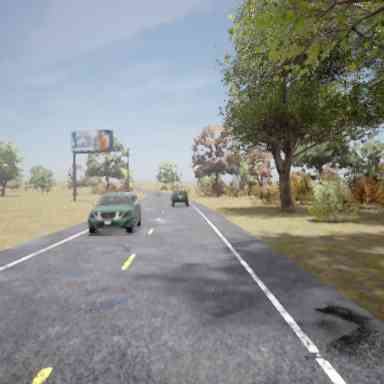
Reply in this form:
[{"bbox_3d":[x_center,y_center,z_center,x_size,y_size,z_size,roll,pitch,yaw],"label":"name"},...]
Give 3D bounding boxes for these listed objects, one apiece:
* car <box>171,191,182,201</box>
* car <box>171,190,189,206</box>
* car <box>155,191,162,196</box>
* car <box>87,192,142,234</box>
[{"bbox_3d":[-2.988,0.690,63.445,2.097,1.767,4.553,0,1,-4],"label":"car"},{"bbox_3d":[-1.600,0.771,44.063,2.150,2.045,5.566,0,1,-3],"label":"car"},{"bbox_3d":[-9.641,0.500,95.131,1.837,1.490,4.892,-1,1,-6],"label":"car"},{"bbox_3d":[-4.071,1.061,18.432,2.150,2.045,5.566,0,1,-2],"label":"car"}]
